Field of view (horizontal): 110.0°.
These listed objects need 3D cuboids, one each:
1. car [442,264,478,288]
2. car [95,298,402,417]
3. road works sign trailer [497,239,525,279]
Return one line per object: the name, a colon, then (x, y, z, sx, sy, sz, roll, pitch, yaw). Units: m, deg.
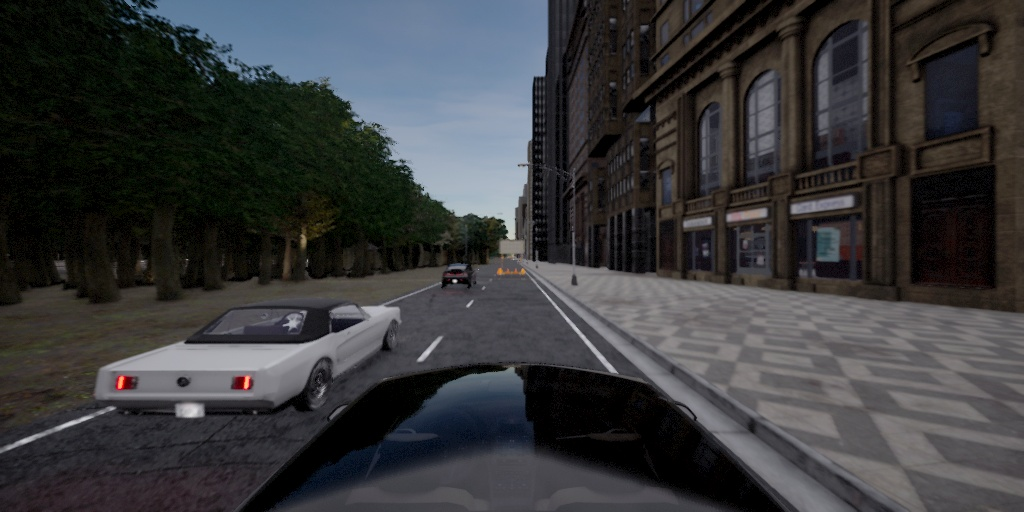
car: (-3.408, 1.253, 23.775, 1.837, 1.490, 4.892, 0, 0, 0)
car: (-3.401, 1.350, 6.015, 1.895, 1.301, 4.718, 0, 0, 0)
road works sign trailer: (-0.014, 0.218, 32.789, 2.380, 3.560, 2.880, 0, 0, 0)
